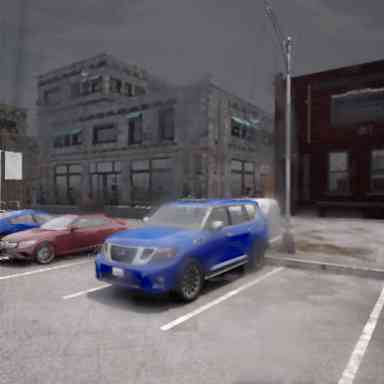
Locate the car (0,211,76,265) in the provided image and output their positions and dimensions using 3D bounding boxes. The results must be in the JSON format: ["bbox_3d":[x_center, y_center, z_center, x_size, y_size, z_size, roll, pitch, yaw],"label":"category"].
[{"bbox_3d":[-4.334,1.528,12.041,2.002,1.452,4.674,0,0,35],"label":"car"}]

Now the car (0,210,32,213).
[{"bbox_3d":[-8.829,1.539,15.236,2.002,1.452,4.674,0,0,35],"label":"car"}]

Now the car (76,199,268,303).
[{"bbox_3d":[0.139,1.230,8.817,2.435,2.045,5.566,0,0,35],"label":"car"}]
